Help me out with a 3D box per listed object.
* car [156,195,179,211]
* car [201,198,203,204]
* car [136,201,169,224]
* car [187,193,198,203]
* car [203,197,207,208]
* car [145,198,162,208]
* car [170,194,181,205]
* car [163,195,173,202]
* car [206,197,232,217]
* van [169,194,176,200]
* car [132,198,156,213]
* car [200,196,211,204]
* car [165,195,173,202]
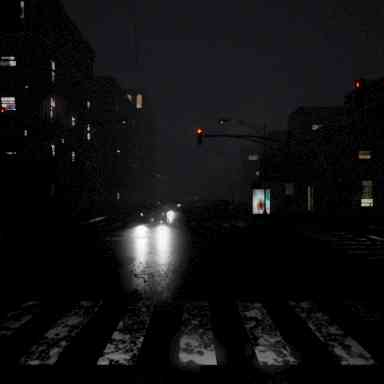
[{"bbox_3d":[-3.068,1.506,41.269,2.128,1.511,4.902,0,0,0],"label":"car"},{"bbox_3d":[2.720,1.572,48.915,2.008,1.369,4.403,0,0,0],"label":"car"},{"bbox_3d":[-2.831,1.598,24.693,1.895,1.301,4.718,0,0,-4],"label":"car"},{"bbox_3d":[0.137,1.269,70.537,2.150,2.045,5.566,0,0,0],"label":"car"},{"bbox_3d":[2.716,1.598,43.218,1.802,1.307,4.206,0,0,0],"label":"car"},{"bbox_3d":[-5.660,1.572,48.908,2.008,1.369,4.403,0,0,0],"label":"car"},{"bbox_3d":[-2.981,1.584,62.229,2.033,1.411,5.357,0,0,1],"label":"car"},{"bbox_3d":[-5.641,1.498,77.391,1.967,1.590,4.097,0,0,0],"label":"car"},{"bbox_3d":[2.707,1.446,31.824,1.967,1.590,4.097,0,0,0],"label":"car"},{"bbox_3d":[-5.629,1.431,94.481,1.690,1.788,3.998,-1,0,0],"label":"van"},{"bbox_3d":[-5.669,1.561,37.515,2.008,1.369,4.403,0,0,0],"label":"car"},{"bbox_3d":[2.733,1.592,66.005,2.008,1.369,4.403,-1,0,0],"label":"car"},{"bbox_3d":[-5.636,1.593,82.917,1.752,1.417,4.829,-1,0,0],"label":"car"}]
